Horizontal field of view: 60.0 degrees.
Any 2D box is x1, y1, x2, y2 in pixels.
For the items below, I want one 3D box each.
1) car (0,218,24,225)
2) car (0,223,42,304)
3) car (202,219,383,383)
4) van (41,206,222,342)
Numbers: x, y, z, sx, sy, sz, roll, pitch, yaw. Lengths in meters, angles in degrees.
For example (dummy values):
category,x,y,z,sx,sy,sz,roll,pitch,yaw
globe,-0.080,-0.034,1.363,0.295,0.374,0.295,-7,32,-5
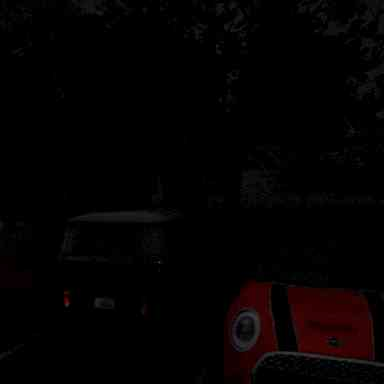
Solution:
category,x,y,z,sx,sy,sz,roll,pitch,yaw
car,-5.412,1.564,10.167,1.946,1.575,5.366,0,-1,15
car,-3.047,1.573,8.292,2.163,1.488,4.792,0,-1,15
car,1.777,1.372,4.849,2.185,1.767,4.553,0,-1,16
van,-0.618,1.297,6.656,1.878,1.987,4.442,0,-1,16
